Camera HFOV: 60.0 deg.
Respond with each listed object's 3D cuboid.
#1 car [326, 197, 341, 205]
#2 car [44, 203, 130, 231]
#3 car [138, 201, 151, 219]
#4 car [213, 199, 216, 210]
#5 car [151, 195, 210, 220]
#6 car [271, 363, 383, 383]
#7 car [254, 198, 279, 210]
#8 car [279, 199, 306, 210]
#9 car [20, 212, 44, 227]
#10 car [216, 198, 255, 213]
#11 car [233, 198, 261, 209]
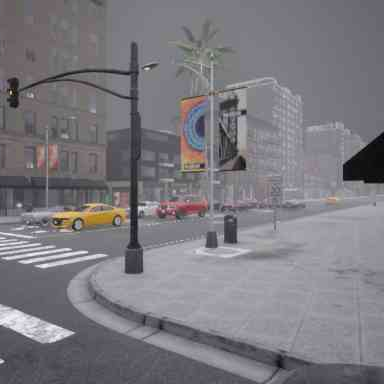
[{"bbox_3d":[26.379,1.624,61.953,1.882,1.535,5.008,0,0,35],"label":"car"},{"bbox_3d":[-6.476,1.497,21.308,1.882,1.535,5.008,0,0,35],"label":"car"},{"bbox_3d":[-4.147,1.555,30.262,1.812,1.442,4.674,0,0,35],"label":"car"},{"bbox_3d":[1.759,1.527,38.644,1.882,1.535,5.008,0,0,35],"label":"car"},{"bbox_3d":[-0.754,1.257,29.442,2.150,2.045,5.566,0,0,35],"label":"car"},{"bbox_3d":[2.226,1.551,1.260,4.403,1.369,2.008,0,0,35],"label":"car"},{"bbox_3d":[10.851,1.585,45.823,1.837,1.490,4.892,0,0,36],"label":"car"},{"bbox_3d":[13.432,1.609,43.583,1.812,1.442,4.674,0,0,35],"label":"car"},{"bbox_3d":[-9.240,1.615,23.047,1.895,1.301,4.718,0,0,35],"label":"car"},{"bbox_3d":[5.009,1.657,37.610,1.895,1.301,4.718,0,0,35],"label":"car"},{"bbox_3d":[7.803,1.579,47.106,1.837,1.490,4.892,0,0,37],"label":"car"}]
